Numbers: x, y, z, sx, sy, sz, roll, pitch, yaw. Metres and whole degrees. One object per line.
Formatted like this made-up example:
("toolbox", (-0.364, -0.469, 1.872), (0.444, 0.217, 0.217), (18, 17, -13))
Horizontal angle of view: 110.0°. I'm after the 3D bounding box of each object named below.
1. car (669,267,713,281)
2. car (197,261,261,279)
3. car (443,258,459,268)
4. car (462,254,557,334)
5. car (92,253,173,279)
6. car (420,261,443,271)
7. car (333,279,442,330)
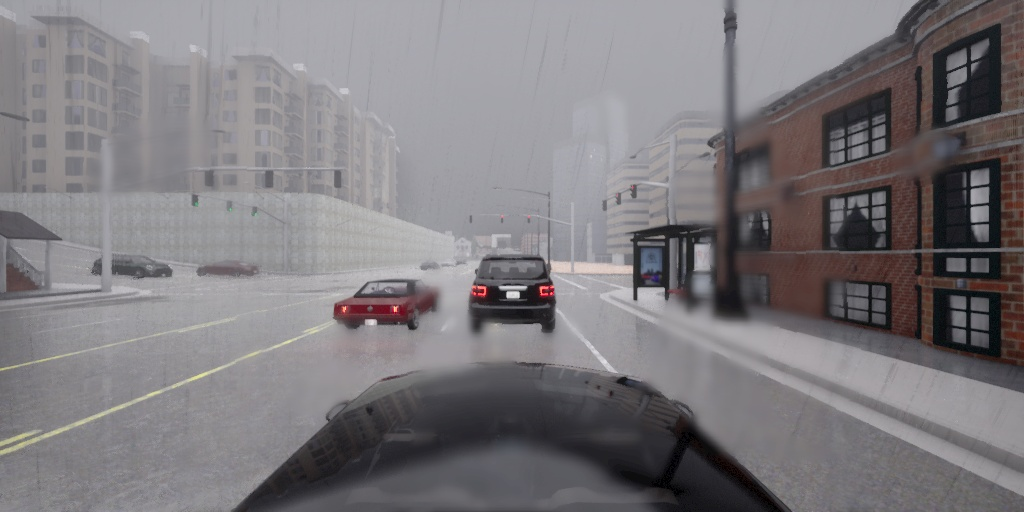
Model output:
("car", (15.032, 1.293, 27.503), (5.357, 1.411, 2.033), (0, 0, 3))
("car", (-24.084, 1.137, 30.601), (4.674, 1.442, 1.812), (3, 0, 0))
("car", (-10.908, 1.263, 62.020), (1.812, 1.442, 4.674), (0, 0, 0))
("car", (0.024, 0.970, 10.750), (2.150, 2.045, 5.566), (0, 0, 0))
("car", (-28.289, 0.703, 26.902), (4.553, 1.767, 2.097), (4, 0, 0))
("car", (-10.852, 1.305, 47.689), (1.994, 1.385, 4.181), (0, 0, 0))
("car", (-3.474, 1.349, 11.066), (1.895, 1.301, 4.718), (0, 0, 0))
